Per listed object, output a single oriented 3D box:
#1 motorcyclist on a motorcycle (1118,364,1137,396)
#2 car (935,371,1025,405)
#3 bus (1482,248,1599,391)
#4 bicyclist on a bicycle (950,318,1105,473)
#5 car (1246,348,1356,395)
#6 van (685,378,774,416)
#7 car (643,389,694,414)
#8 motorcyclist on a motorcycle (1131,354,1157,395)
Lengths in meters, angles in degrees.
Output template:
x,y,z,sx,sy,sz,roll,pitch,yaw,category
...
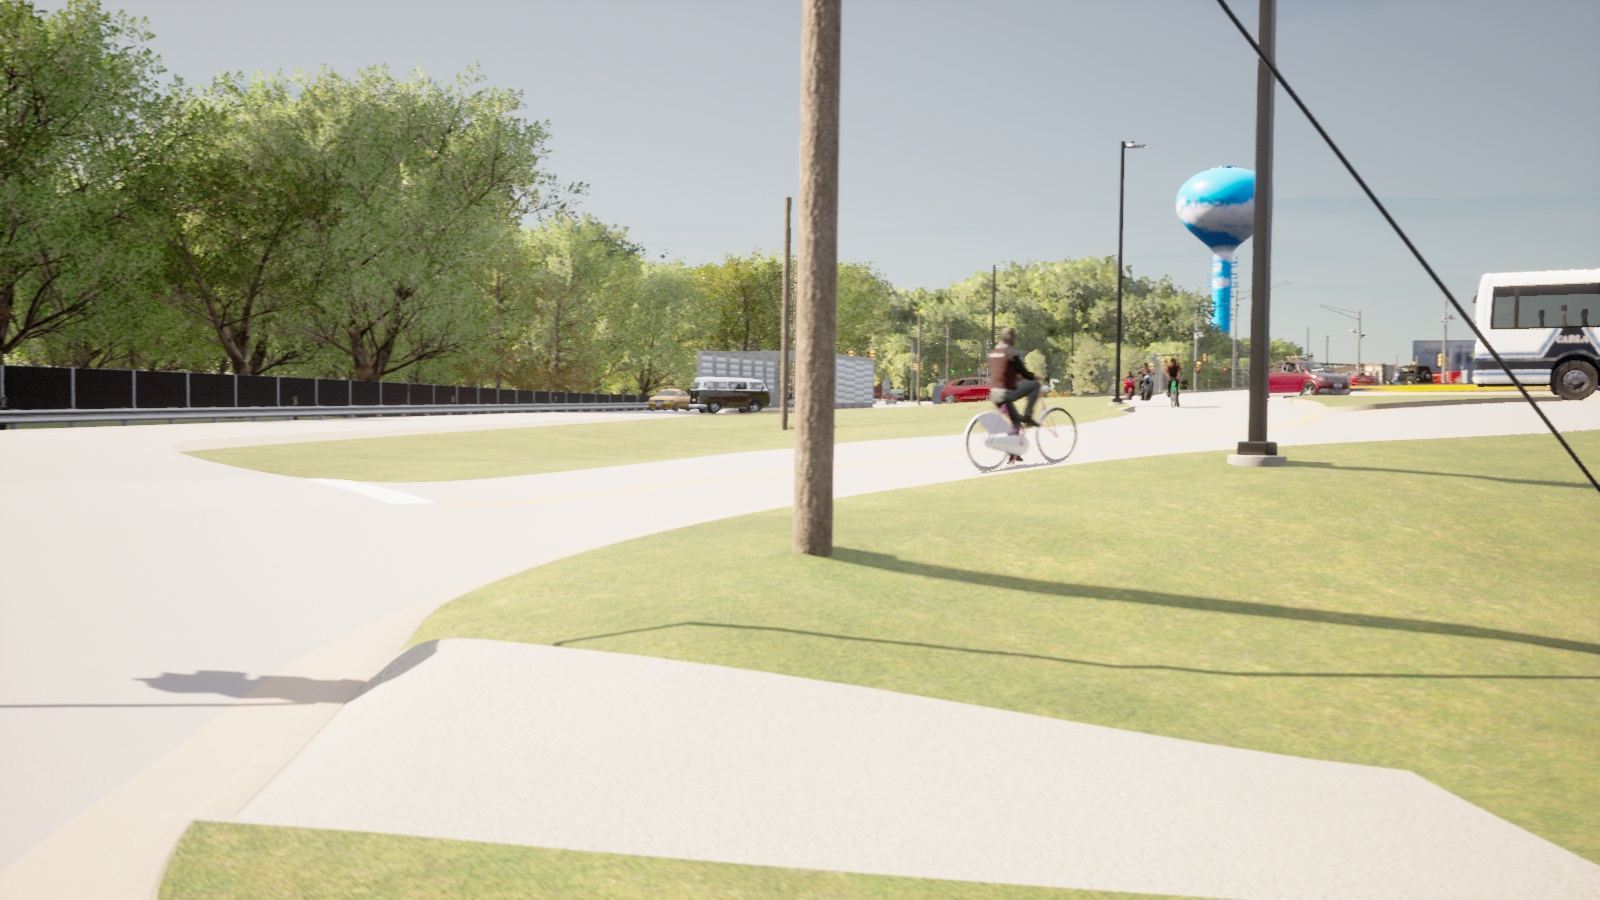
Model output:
x,y,z,sx,sy,sz,roll,pitch,yaw,category
15.908,-3.386,60.978,0.797,1.523,2.044,1,2,12,motorcyclist on a motorcycle
9.401,-3.244,65.571,4.193,1.474,1.816,-3,2,32,car
27.370,-4.132,39.543,10.273,4.253,3.944,0,1,29,bus
2.873,-0.710,15.785,1.843,1.776,0.659,-7,5,-31,bicyclist on a bicycle
18.706,-2.905,47.037,1.789,1.549,3.705,0,1,-22,car
-3.958,-2.971,70.320,4.480,2.038,2.069,-2,2,-25,van
-8.507,-3.173,81.803,1.801,1.575,5.366,0,3,11,car
14.173,-3.074,51.736,0.766,1.649,2.350,0,3,9,motorcyclist on a motorcycle
